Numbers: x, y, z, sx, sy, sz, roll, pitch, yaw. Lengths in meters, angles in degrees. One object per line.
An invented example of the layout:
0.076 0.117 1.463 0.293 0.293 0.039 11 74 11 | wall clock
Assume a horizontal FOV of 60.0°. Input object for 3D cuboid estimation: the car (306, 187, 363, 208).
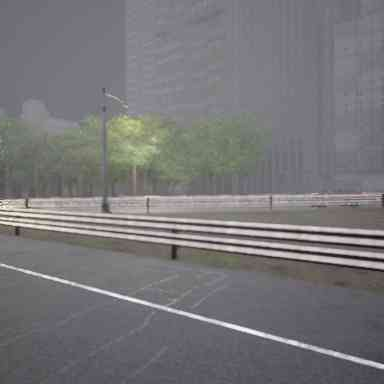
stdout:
14.374 0.580 33.681 5.566 2.045 2.150 -1 0 -6 | car
